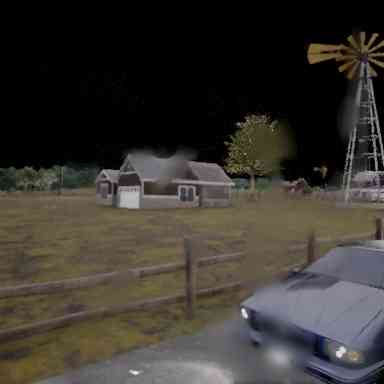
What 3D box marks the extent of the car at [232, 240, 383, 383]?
[{"bbox_3d":[3.155,1.555,5.494,5.357,1.411,2.033,0,0,-37],"label":"car"}]
